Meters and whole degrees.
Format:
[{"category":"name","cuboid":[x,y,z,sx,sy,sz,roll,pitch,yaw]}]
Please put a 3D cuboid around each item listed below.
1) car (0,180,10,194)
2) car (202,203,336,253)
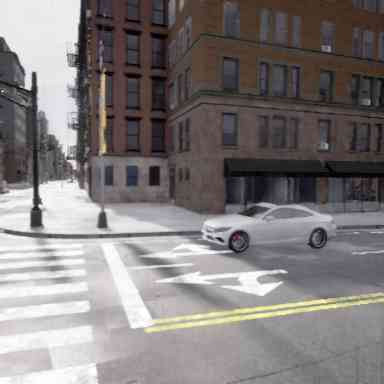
[{"category":"car","cuboid":[-22.348,-0.567,38.374,1.837,1.490,4.892,0,3,-19]},{"category":"car","cuboid":[2.670,1.106,11.350,4.674,1.442,1.812,1,2,-17]}]
